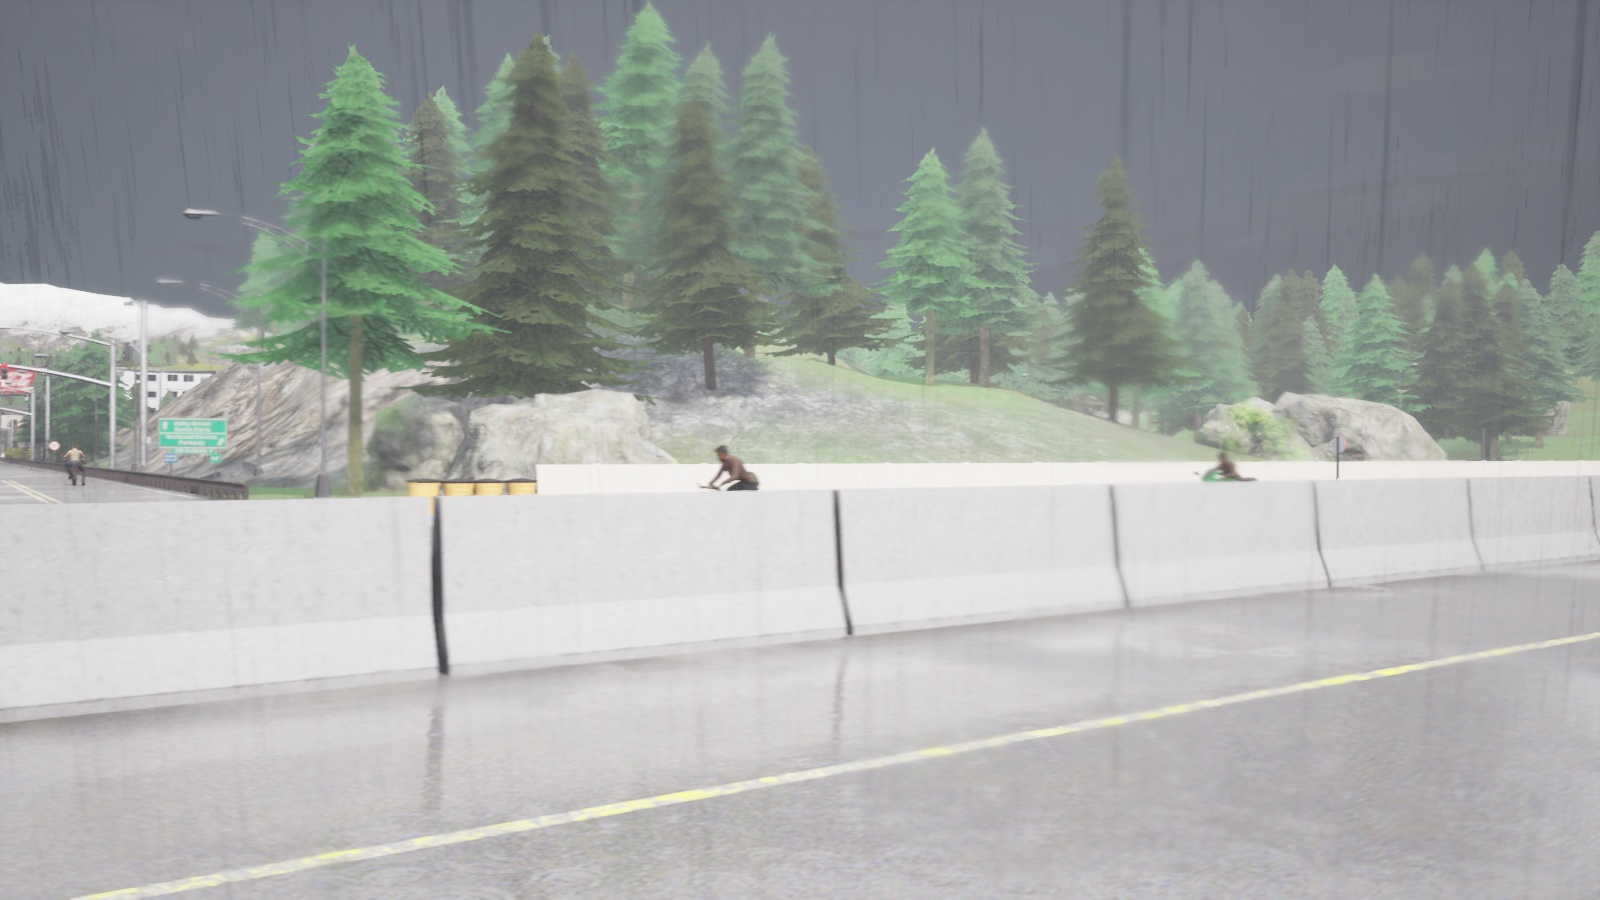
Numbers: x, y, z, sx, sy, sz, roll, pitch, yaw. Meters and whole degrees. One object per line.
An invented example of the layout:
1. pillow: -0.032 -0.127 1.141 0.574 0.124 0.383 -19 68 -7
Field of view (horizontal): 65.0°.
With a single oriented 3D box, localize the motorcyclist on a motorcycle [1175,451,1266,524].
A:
1. motorcyclist on a motorcycle: 9.049 0.774 27.015 2.044 1.523 0.797 0 0 -35
